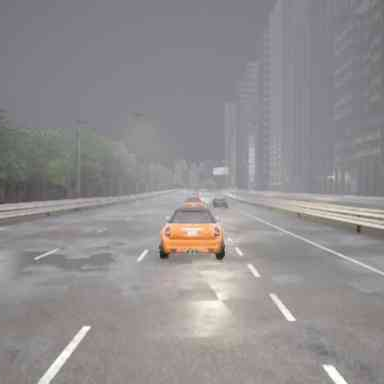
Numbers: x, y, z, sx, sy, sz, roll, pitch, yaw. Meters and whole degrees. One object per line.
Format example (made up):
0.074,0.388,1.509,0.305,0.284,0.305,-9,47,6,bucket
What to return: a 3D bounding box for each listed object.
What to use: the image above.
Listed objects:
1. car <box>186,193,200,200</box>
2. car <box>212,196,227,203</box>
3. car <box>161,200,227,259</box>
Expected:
0.114,1.273,32.427,2.097,1.767,4.553,0,0,0,car
3.826,1.359,46.290,2.128,1.511,4.902,0,0,1,car
0.018,1.341,12.757,2.097,1.767,4.553,0,0,0,car
